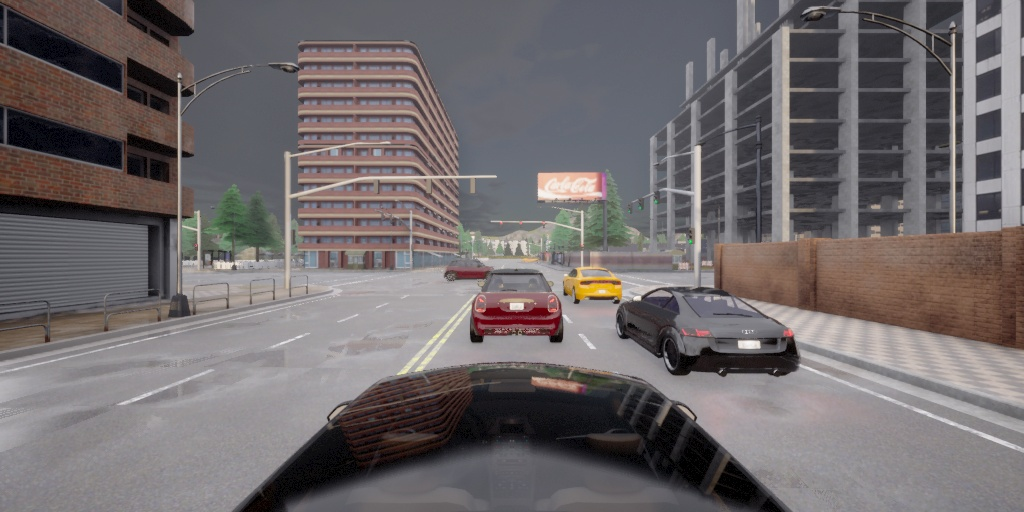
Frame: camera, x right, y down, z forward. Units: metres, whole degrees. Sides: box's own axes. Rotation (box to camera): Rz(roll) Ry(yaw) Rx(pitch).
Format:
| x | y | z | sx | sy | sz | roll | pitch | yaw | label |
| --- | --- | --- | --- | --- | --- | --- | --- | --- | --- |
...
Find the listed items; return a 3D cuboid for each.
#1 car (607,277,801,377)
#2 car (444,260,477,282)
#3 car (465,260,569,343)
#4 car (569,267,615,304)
| x | y | z | sx | sy | sz | roll | pitch | yaw | label |
| --- | --- | --- | --- | --- | --- | --- | --- | --- | --- |
| 3.600 | 1.314 | 7.450 | 1.994 | 1.385 | 4.181 | 0 | 0 | 0 | car |
| -2.958 | 1.101 | 28.070 | 4.553 | 1.767 | 2.097 | 0 | 0 | 0 | car |
| 0.103 | 1.102 | 9.855 | 2.097 | 1.767 | 4.553 | 0 | 0 | 0 | car |
| 3.504 | 1.228 | 16.383 | 1.882 | 1.535 | 5.008 | 0 | 0 | 0 | car |
